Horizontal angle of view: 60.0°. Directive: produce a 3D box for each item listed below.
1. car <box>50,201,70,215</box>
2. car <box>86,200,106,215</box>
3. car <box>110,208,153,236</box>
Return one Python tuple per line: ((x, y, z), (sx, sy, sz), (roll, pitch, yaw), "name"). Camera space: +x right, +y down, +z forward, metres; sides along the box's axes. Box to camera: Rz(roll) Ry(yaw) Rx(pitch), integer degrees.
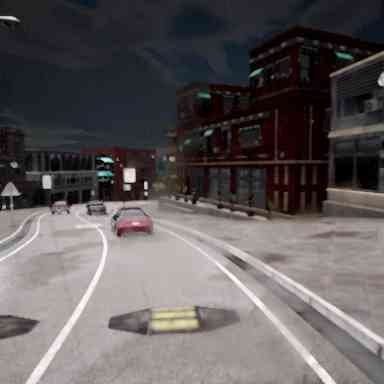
((-15.055, 1.754, 38.169), (1.812, 1.442, 4.674), (-2, 0, -18), "car")
((-10.626, 1.669, 36.809), (2.128, 1.511, 4.902), (-2, 0, -20), "car")
((-3.495, 1.586, 18.918), (1.994, 1.385, 4.181), (-2, 0, -18), "car")
